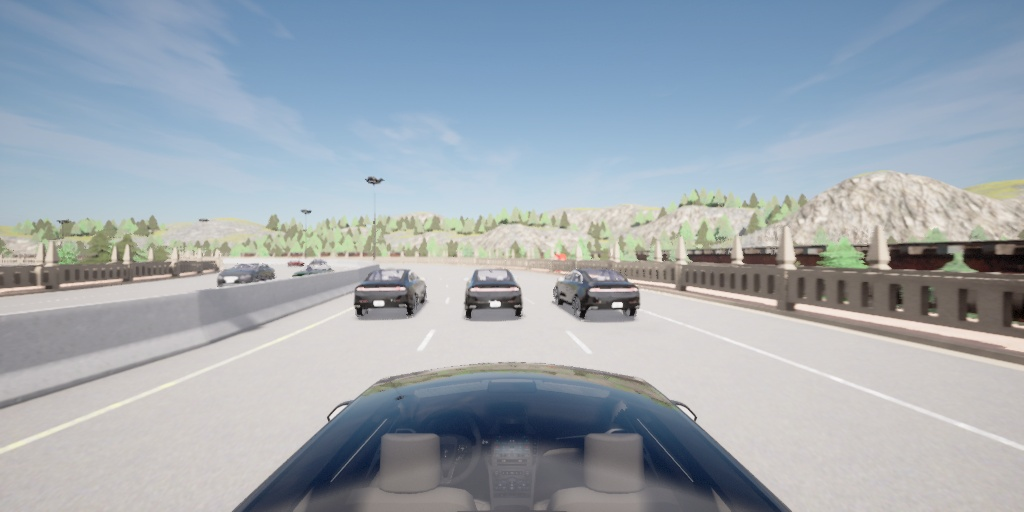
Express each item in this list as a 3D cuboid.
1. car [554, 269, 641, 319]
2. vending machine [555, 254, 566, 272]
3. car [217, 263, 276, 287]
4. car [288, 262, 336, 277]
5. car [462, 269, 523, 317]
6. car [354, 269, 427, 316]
[{"bbox_3d":[2.795,1.187,12.700,2.128,1.511,4.902,0,0,-6],"label":"car"},{"bbox_3d":[5.160,0.780,38.346,1.100,2.100,0.880,0,0,-19],"label":"vending machine"},{"bbox_3d":[-17.048,1.217,23.265,2.128,1.511,4.902,0,0,-15],"label":"car"},{"bbox_3d":[-14.082,1.305,25.815,1.895,1.301,4.718,0,0,-16],"label":"car"},{"bbox_3d":[-0.750,1.199,12.966,2.128,1.511,4.902,0,0,-6],"label":"car"},{"bbox_3d":[-4.309,1.211,13.234,2.128,1.511,4.902,0,0,-7],"label":"car"}]
